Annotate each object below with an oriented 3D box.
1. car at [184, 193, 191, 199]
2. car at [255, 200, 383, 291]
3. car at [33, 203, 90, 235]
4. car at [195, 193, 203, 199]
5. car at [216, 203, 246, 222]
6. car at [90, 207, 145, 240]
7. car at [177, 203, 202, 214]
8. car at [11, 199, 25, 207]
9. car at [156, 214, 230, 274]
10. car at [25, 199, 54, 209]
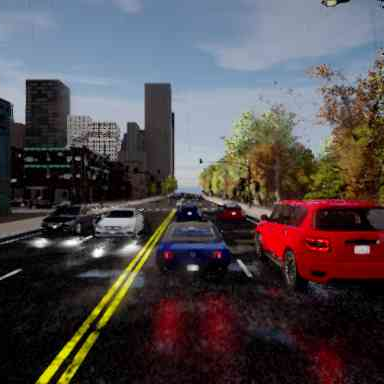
[{"bbox_3d":[-1.160,1.318,93.226,2.033,1.411,5.357,0,0,-1],"label":"car"},{"bbox_3d":[3.265,1.212,9.116,2.150,2.045,5.566,0,0,-1],"label":"car"},{"bbox_3d":[-6.799,1.498,18.821,1.837,1.490,4.892,0,0,-1],"label":"car"},{"bbox_3d":[2.084,1.149,93.653,2.097,1.767,4.553,0,0,-1],"label":"car"},{"bbox_3d":[3.051,1.544,26.465,1.994,1.385,4.181,0,0,-1],"label":"car"},{"bbox_3d":[-3.528,1.516,17.008,1.812,1.442,4.674,0,0,-1],"label":"car"},{"bbox_3d":[-0.200,1.546,26.506,1.994,1.385,4.181,0,0,-1],"label":"car"},{"bbox_3d":[-28.958,1.796,55.108,4.403,1.369,2.008,-1,1,-1],"label":"car"},{"bbox_3d":[0.001,1.593,10.462,1.895,1.301,4.718,0,0,-1],"label":"car"},{"bbox_3d":[-20.516,1.799,46.704,4.313,1.339,1.947,-1,1,-1],"label":"car"}]
